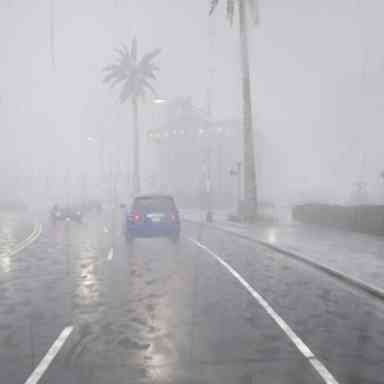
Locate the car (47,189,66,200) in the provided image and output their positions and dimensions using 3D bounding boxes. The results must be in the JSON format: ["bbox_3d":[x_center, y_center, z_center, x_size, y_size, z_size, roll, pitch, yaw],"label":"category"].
[{"bbox_3d":[-27.807,0.824,66.488,4.553,1.767,2.185,0,0,27],"label":"car"}]

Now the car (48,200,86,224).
[{"bbox_3d":[-9.001,1.447,23.375,1.895,1.301,4.718,0,0,-28],"label":"car"}]

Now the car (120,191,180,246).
[{"bbox_3d":[-2.008,1.117,15.090,2.150,2.045,5.566,0,0,-14],"label":"car"}]

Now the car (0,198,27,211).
[{"bbox_3d":[-19.650,1.335,36.229,4.181,1.385,1.994,0,1,42],"label":"car"}]

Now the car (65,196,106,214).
[{"bbox_3d":[-10.106,1.297,31.314,1.837,1.490,4.892,0,0,-36],"label":"car"}]
